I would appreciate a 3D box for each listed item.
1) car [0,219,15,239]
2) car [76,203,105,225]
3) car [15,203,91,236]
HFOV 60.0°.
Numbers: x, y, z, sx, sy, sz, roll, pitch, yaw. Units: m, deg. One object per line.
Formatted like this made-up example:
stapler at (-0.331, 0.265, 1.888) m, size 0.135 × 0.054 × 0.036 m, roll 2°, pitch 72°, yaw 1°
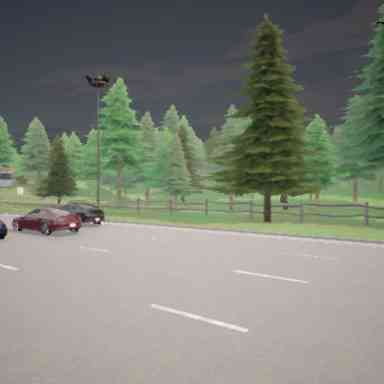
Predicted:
car at (-10.652, 1.553, 15.885) m, size 4.181 × 1.385 × 1.994 m, roll 0°, pitch 0°, yaw 35°
car at (-7.991, 1.493, 22.586) m, size 4.892 × 1.490 × 1.837 m, roll 0°, pitch 0°, yaw 35°
car at (-7.933, 1.515, 18.227) m, size 4.674 × 1.442 × 1.812 m, roll 0°, pitch 0°, yaw 35°
